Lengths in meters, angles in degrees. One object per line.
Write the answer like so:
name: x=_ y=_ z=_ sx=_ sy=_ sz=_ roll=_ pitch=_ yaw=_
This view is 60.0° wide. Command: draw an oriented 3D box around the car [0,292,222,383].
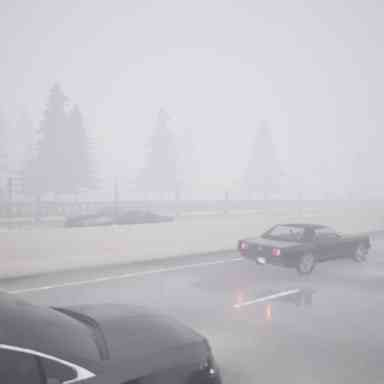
car: x=-1.968 y=1.502 z=2.343 sx=4.892 sy=1.490 sz=1.837 roll=1 pitch=0 yaw=-36

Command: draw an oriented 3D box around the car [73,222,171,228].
car: x=-3.487 y=1.674 z=18.581 sx=5.357 sy=1.411 sz=2.033 roll=1 pitch=0 yaw=-36

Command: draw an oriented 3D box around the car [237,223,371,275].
car: x=3.788 y=1.673 z=10.749 sx=4.718 sy=1.301 sz=1.895 roll=1 pitch=0 yaw=-36
